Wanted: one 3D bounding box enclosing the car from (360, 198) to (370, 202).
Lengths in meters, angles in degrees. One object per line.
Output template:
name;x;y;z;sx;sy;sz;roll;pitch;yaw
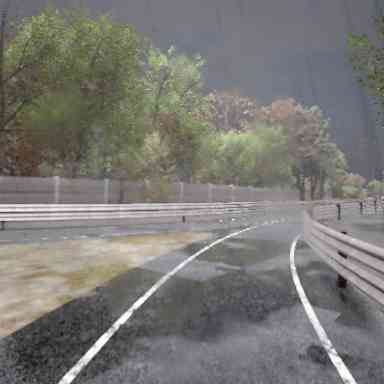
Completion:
car;35.946;1.903;68.384;1.882;1.535;5.008;1;-1;37

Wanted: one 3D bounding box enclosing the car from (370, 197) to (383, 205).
car;34.991;1.747;61.671;2.097;1.767;4.553;1;0;37
